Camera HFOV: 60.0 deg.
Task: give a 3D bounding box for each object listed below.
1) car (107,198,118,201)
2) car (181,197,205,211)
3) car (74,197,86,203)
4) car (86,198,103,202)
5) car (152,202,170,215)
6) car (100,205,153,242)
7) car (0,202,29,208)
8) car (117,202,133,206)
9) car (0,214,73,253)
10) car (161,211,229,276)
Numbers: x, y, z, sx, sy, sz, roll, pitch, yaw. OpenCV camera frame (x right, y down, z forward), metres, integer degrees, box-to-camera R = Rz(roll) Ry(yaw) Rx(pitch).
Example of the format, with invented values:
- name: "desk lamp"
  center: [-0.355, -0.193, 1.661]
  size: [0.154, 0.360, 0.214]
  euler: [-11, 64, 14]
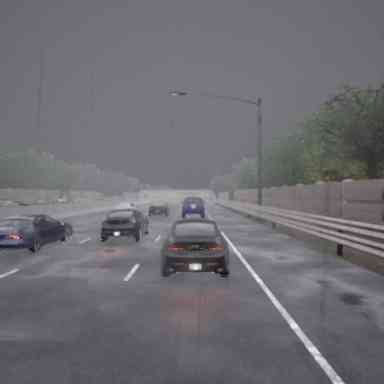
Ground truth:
- name: "car"
  center: [-17.432, 2.025, 73.293]
  size: [2.033, 1.411, 5.357]
  euler: [0, 0, 0]
- name: "car"
  center: [0.128, 1.496, 33.086]
  size: [2.150, 2.045, 5.566]
  euler: [0, 0, 0]
- name: "car"
  center: [-24.432, 1.840, 73.331]
  size: [2.097, 1.767, 4.553]
  euler: [0, 0, 0]
- name: "car"
  center: [-20.932, 2.010, 73.296]
  size: [2.128, 1.511, 4.902]
  euler: [0, 0, 0]
- name: "car"
  center: [-3.370, 1.769, 35.172]
  size: [1.882, 1.535, 5.008]
  euler: [0, 0, 0]
- name: "car"
  center: [-3.389, 1.651, 17.427]
  size: [1.837, 1.490, 4.892]
  euler: [0, -1, 0]
- name: "car"
  center: [-17.568, 1.776, 32.686]
  size: [1.837, 1.490, 4.892]
  euler: [0, -1, 0]
- name: "car"
  center: [-6.871, 1.813, 34.662]
  size: [1.812, 1.442, 4.674]
  euler: [0, 0, 0]
- name: "car"
  center: [-6.892, 1.668, 14.263]
  size: [2.033, 1.411, 5.357]
  euler: [0, 0, 0]
- name: "car"
  center: [0.093, 1.598, 10.647]
  size: [1.837, 1.490, 4.892]
  euler: [0, 0, 0]
